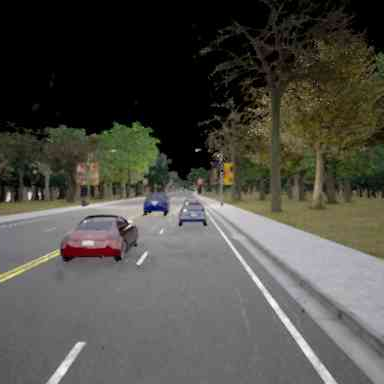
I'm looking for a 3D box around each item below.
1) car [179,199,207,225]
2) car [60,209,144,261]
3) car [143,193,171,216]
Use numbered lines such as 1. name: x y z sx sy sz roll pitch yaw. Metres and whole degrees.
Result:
1. car: 0.046 1.456 22.989 2.033 1.411 5.357 0 0 0
2. car: -3.168 1.514 12.134 1.994 1.385 4.181 0 0 0
3. car: -3.249 1.101 31.307 2.150 2.045 5.566 0 0 0
